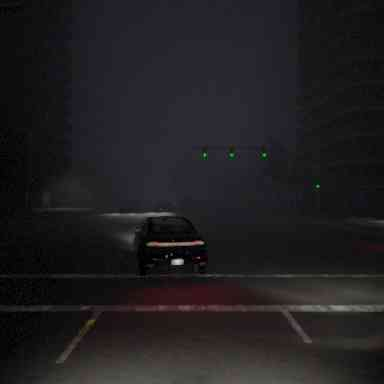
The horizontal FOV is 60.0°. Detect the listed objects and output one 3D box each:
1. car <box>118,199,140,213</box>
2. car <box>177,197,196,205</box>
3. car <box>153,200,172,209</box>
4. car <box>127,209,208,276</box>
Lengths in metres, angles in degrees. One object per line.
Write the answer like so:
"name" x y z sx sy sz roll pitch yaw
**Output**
"car" -7.070 1.548 37.910 1.837 1.490 4.892 0 0 0
"car" -1.108 1.658 62.499 1.895 1.301 4.718 0 0 -27
"car" -3.557 1.647 40.548 1.895 1.301 4.718 0 0 1
"car" -0.859 1.504 10.530 2.128 1.511 4.902 0 0 -12
